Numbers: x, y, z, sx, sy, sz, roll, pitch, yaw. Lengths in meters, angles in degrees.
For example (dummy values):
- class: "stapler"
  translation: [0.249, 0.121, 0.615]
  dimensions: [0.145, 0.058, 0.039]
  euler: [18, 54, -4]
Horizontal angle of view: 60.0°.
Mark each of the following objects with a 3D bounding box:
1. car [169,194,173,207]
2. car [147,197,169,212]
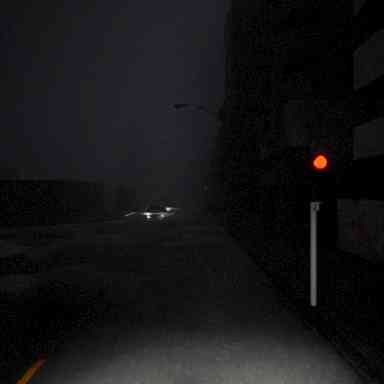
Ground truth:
- class: "car"
  translation: [-4.129, 1.504, 49.580]
  dimensions: [1.837, 1.490, 4.892]
  euler: [0, 0, 1]
- class: "car"
  translation: [-4.148, 1.478, 39.554]
  dimensions: [1.882, 1.535, 5.008]
  euler: [0, 0, 0]
